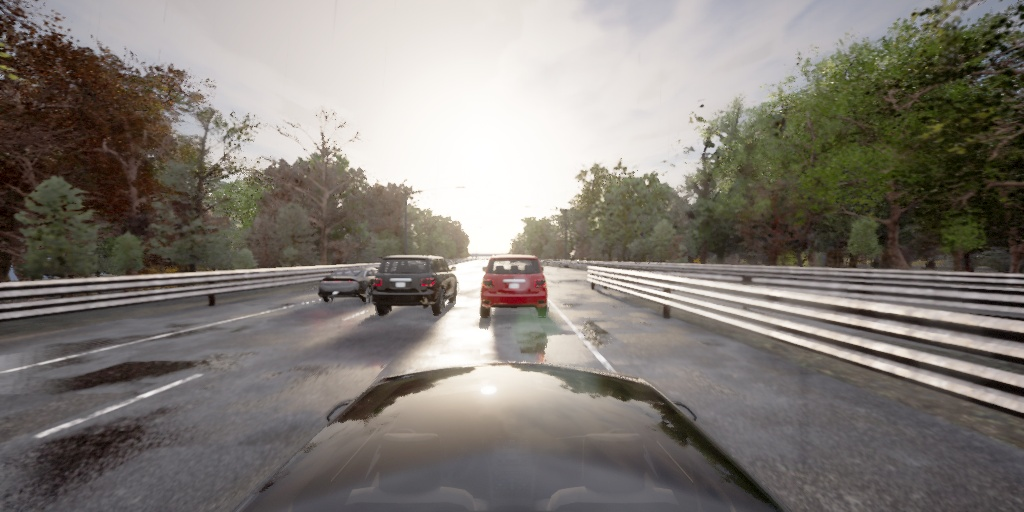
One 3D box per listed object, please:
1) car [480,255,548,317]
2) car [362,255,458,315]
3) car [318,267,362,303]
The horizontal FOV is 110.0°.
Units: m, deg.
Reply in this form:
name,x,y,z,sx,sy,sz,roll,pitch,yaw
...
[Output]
name,x,y,z,sx,sy,sz,roll,pitch,yaw
car,0.044,0.982,13.277,2.150,2.045,5.566,0,0,0
car,-3.459,0.984,13.748,2.150,2.045,5.566,0,0,0
car,-6.990,1.259,16.581,2.128,1.511,4.902,0,0,-1
